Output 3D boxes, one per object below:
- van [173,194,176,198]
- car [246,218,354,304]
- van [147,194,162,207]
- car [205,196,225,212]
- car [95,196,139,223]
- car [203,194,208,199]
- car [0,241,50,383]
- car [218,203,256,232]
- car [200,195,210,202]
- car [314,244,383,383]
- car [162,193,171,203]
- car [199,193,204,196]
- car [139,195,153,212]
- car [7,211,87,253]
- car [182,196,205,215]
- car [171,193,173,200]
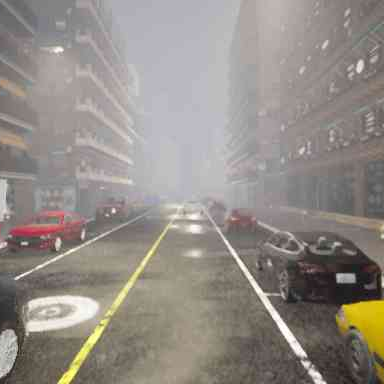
[{"bbox_3d":[-5.657,1.027,86.809,1.690,1.788,3.998,0,0,0],"label":"van"},{"bbox_3d":[2.695,1.537,7.896,1.947,1.339,4.313,0,0,0],"label":"car"},{"bbox_3d":[-5.670,1.169,47.356,1.690,1.788,3.998,0,0,0],"label":"van"},{"bbox_3d":[2.705,1.450,36.077,1.802,1.307,4.206,0,0,0],"label":"car"},{"bbox_3d":[-5.679,1.224,24.811,2.192,1.841,5.009,0,0,0],"label":"car"},{"bbox_3d":[2.708,1.352,47.520,1.752,1.417,4.829,0,0,0],"label":"car"},{"bbox_3d":[-3.074,1.497,2.482,1.837,1.490,4.892,0,0,0],"label":"car"},{"bbox_3d":[2.699,1.512,19.168,1.802,1.307,4.206,0,0,0],"label":"car"},{"bbox_3d":[2.716,1.328,69.894,1.802,1.307,4.206,0,0,0],"label":"car"},{"bbox_3d":[2.693,1.516,2.429,1.752,1.417,4.829,0,0,0],"label":"car"},{"bbox_3d":[-5.666,1.317,64.265,2.008,1.369,4.403,0,0,0],"label":"car"},{"bbox_3d":[0.115,1.327,45.236,2.128,1.511,4.902,0,0,0],"label":"car"},{"bbox_3d":[-5.675,1.394,35.913,1.752,1.417,4.829,0,0,0],"label":"car"},{"bbox_3d":[-5.684,1.495,13.539,1.887,1.381,4.507,0,0,0],"label":"car"},{"bbox_3d":[0.108,1.408,32.320,1.812,1.442,4.674,0,0,1],"label":"car"},{"bbox_3d":[-5.664,1.297,69.901,2.008,1.369,4.403,0,0,0],"label":"car"}]
